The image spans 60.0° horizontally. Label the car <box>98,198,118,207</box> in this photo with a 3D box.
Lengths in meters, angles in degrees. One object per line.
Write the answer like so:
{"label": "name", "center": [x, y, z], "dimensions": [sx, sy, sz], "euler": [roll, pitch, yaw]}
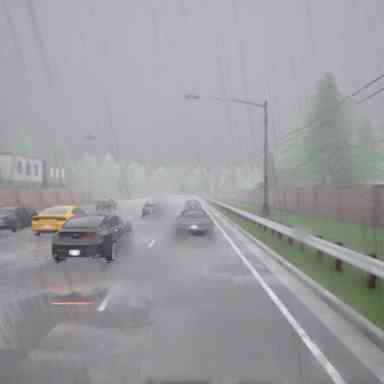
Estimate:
{"label": "car", "center": [-10.402, 1.510, 40.621], "dimensions": [1.837, 1.490, 4.892], "euler": [0, 0, 0]}

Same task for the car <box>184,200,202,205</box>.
{"label": "car", "center": [0.098, 1.552, 35.623], "dimensions": [2.033, 1.411, 5.357], "euler": [0, 0, 0]}

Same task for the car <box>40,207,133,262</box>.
{"label": "car", "center": [-3.400, 1.506, 12.068], "dimensions": [1.837, 1.490, 4.892], "euler": [0, 0, 0]}

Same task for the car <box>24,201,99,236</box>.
{"label": "car", "center": [-6.900, 1.480, 18.286], "dimensions": [1.882, 1.535, 5.008], "euler": [0, 0, 0]}

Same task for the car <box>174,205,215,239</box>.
{"label": "car", "center": [0.098, 1.566, 17.214], "dimensions": [1.994, 1.385, 4.181], "euler": [0, 0, 0]}

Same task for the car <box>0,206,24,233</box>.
{"label": "car", "center": [-10.401, 1.550, 19.550], "dimensions": [2.033, 1.411, 5.357], "euler": [0, 0, 0]}

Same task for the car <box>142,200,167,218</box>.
{"label": "car", "center": [-3.401, 1.496, 30.419], "dimensions": [2.128, 1.511, 4.902], "euler": [0, 0, 0]}
